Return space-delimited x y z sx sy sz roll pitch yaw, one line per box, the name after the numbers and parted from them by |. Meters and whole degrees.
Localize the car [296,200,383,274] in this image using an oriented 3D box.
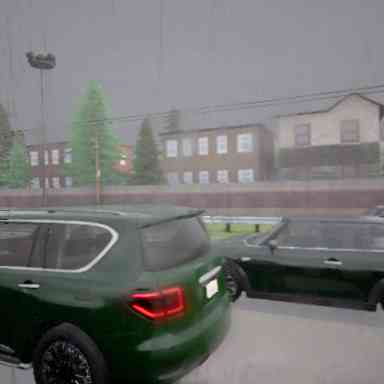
5.364 1.134 9.101 4.553 1.767 2.097 -1 1 24 | car

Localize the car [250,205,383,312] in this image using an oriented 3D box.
2.259 1.227 6.651 4.553 1.767 2.097 -1 1 25 | car

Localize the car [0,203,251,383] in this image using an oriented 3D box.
-2.214 1.213 4.815 5.566 2.045 2.150 -1 1 24 | car

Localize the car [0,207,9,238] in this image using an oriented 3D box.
-11.948 1.575 16.830 4.902 1.511 2.128 -1 1 24 | car
